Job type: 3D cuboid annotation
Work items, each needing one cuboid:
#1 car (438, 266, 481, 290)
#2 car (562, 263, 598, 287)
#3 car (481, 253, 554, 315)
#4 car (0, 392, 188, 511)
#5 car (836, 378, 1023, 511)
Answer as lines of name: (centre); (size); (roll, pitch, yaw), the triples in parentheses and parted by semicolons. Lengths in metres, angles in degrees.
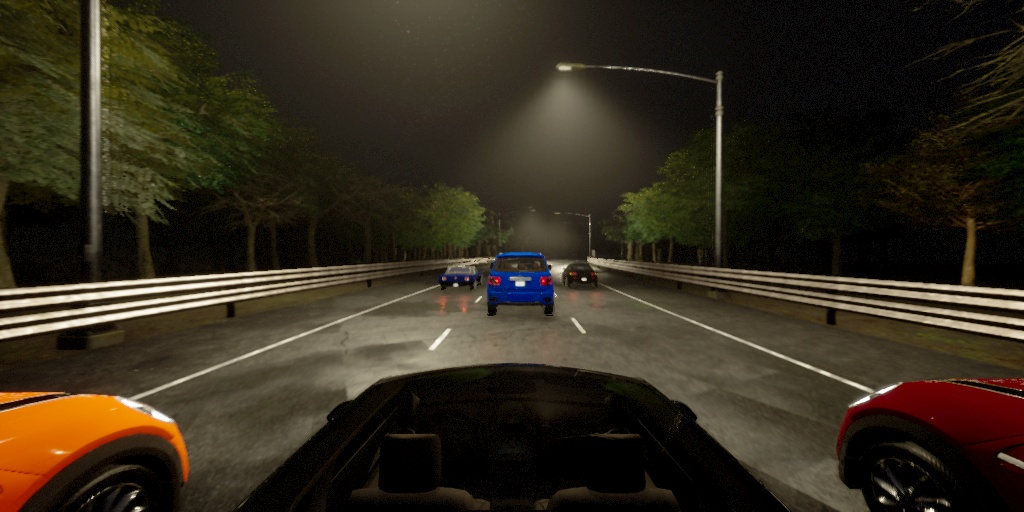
car: (-2.856, 1.230, 21.148); (1.895, 1.301, 4.718); (0, 0, 3)
car: (4.248, 1.153, 22.790); (1.812, 1.442, 4.674); (0, 0, 3)
car: (0.325, 0.901, 13.348); (2.150, 2.045, 5.566); (0, 0, 2)
car: (-3.367, 1.104, 0.651); (2.097, 1.767, 4.553); (0, 0, 0)
car: (3.636, 1.111, 0.938); (2.097, 1.767, 4.553); (0, 0, 0)
